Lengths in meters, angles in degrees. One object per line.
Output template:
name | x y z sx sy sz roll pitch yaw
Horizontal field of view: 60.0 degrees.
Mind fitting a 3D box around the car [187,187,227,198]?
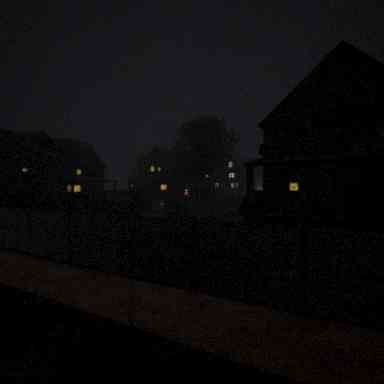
car | 1.707 0.472 35.148 2.150 2.045 5.566 1 2 36

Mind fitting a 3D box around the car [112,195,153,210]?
car | -5.480 0.961 30.159 1.994 1.385 4.181 1 2 36

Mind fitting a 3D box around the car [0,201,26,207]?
car | -12.157 1.270 20.752 1.895 1.301 4.718 1 2 34
